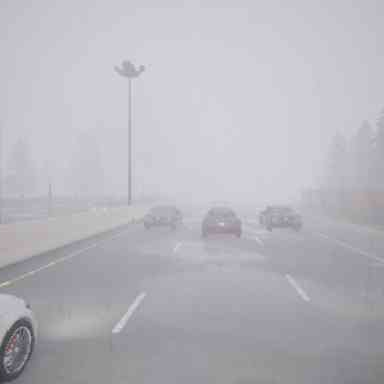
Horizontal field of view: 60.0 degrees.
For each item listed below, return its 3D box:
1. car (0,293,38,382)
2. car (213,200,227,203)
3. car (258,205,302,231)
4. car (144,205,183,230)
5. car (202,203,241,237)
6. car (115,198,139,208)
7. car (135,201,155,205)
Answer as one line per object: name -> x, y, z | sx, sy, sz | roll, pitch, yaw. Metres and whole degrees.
car -> -3.096, 1.523, 2.536 | 1.812, 1.442, 4.674 | 0, 0, 4
car -> 3.131, 1.568, 37.365 | 1.895, 1.301, 4.718 | 0, 0, 6
car -> 5.290, 1.529, 20.428 | 2.033, 1.411, 5.357 | 0, 0, 4
car -> -1.689, 1.529, 20.972 | 2.033, 1.411, 5.357 | 0, 0, 4
car -> 1.607, 1.548, 18.163 | 1.994, 1.385, 4.181 | 0, 0, 4
car -> -9.545, 1.557, 49.380 | 1.895, 1.301, 4.718 | 0, 0, 10
car -> -6.133, 1.451, 48.568 | 2.128, 1.511, 4.902 | 0, 0, 10
